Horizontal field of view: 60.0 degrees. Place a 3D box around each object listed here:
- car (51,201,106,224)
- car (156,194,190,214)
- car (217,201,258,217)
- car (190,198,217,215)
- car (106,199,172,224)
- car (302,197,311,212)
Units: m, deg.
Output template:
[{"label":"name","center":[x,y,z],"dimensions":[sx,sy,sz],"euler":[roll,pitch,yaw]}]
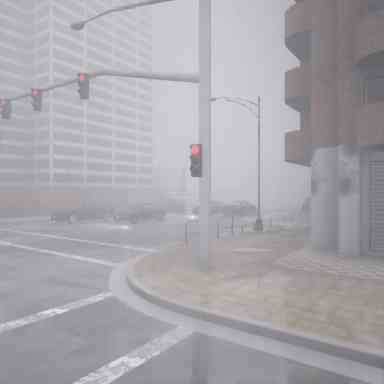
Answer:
[{"label":"car","center":[-8.176,1.478,25.230],"dimensions":[1.882,1.535,5.008],"euler":[0,0,35]},{"label":"car","center":[-2.601,1.352,33.099],"dimensions":[2.097,1.767,4.553],"euler":[0,0,35]},{"label":"car","center":[4.553,1.526,30.742],"dimensions":[1.812,1.442,4.674],"euler":[0,0,36]},{"label":"car","center":[1.821,1.564,33.271],"dimensions":[1.994,1.385,4.181],"euler":[0,0,36]},{"label":"car","center":[-3.875,1.526,25.218],"dimensions":[1.812,1.442,4.674],"euler":[0,0,35]},{"label":"car","center":[14.466,1.352,38.722],"dimensions":[2.097,1.767,4.553],"euler":[0,0,35]}]
